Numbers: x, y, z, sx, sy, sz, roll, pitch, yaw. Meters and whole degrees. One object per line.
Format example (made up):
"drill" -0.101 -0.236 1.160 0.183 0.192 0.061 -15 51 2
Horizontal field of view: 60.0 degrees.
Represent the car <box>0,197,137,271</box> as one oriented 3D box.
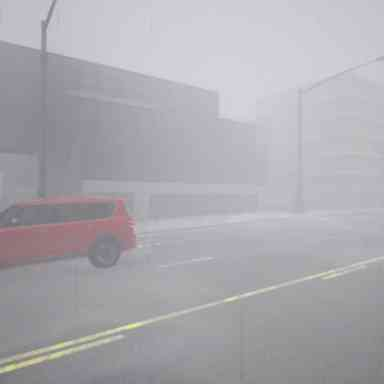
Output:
"car" -4.314 1.200 9.511 5.566 2.045 2.150 -1 1 -35
